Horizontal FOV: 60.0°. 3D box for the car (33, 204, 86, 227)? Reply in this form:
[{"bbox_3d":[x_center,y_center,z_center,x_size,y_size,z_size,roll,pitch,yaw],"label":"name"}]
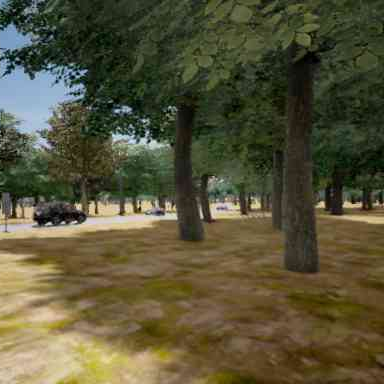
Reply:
[{"bbox_3d":[-12.994,2.233,32.984,2.150,2.045,5.566,0,-2,23],"label":"car"}]

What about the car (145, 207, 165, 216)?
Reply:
[{"bbox_3d":[-6.380,3.378,57.671,2.128,1.511,4.902,0,-2,20],"label":"car"}]
